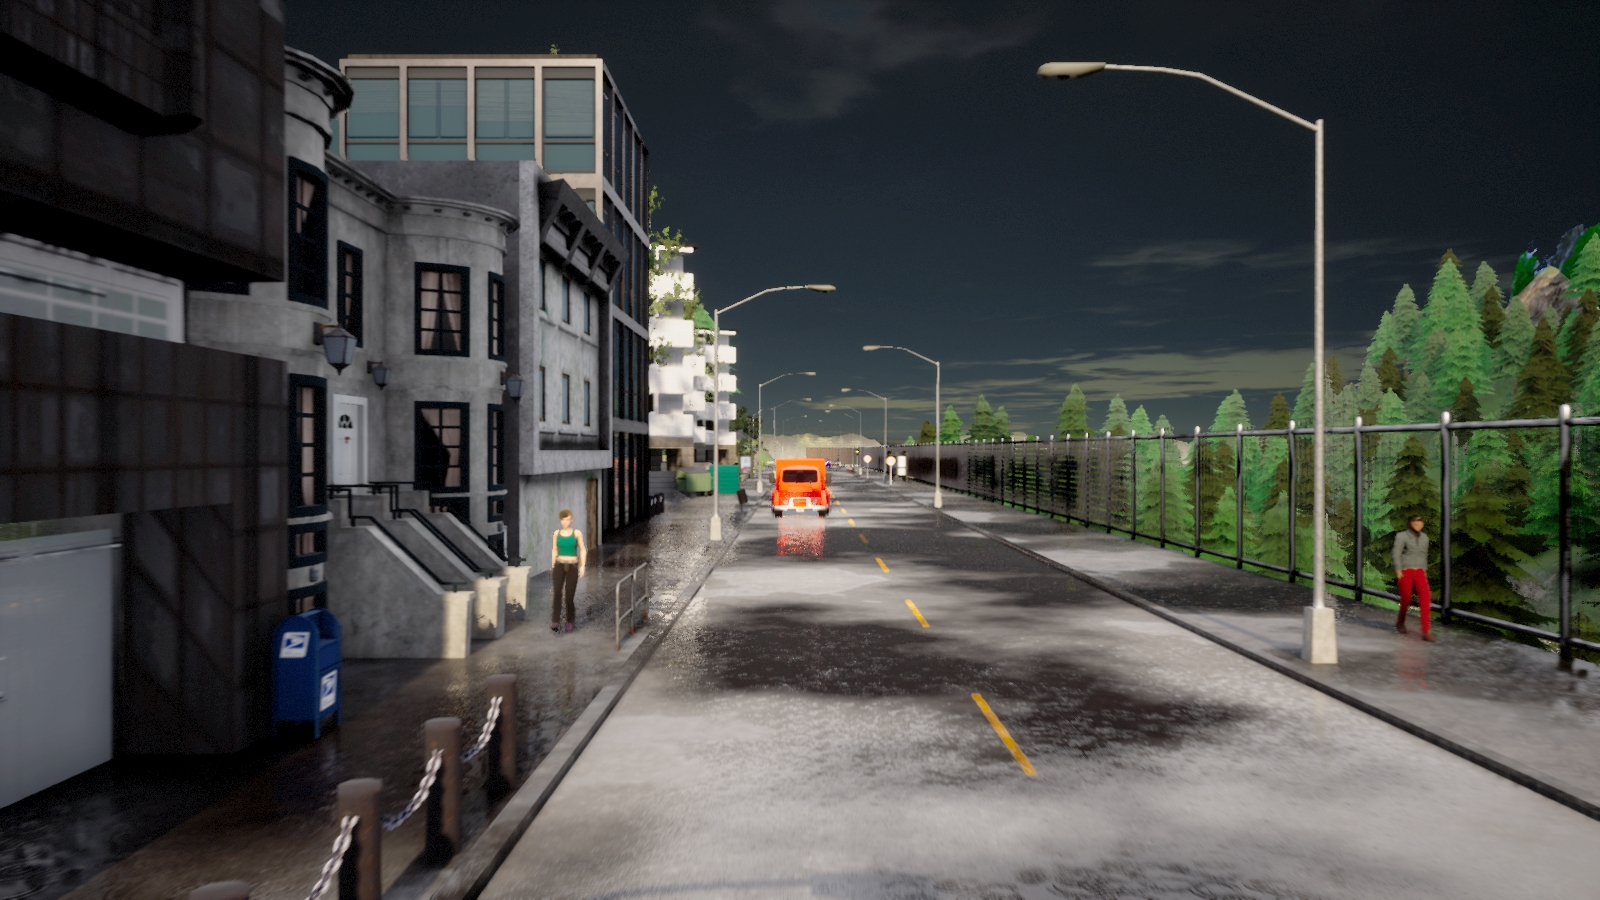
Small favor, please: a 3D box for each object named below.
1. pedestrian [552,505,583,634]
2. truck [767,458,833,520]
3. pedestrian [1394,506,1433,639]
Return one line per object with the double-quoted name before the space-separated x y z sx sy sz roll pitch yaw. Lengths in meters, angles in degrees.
"pedestrian" -3.414 1.747 16.795 0.375 1.860 0.375 0 0 0
"truck" 0.026 1.576 48.543 2.627 2.467 5.204 0 0 1
"pedestrian" 8.811 1.748 16.409 0.375 1.860 0.375 0 0 3
